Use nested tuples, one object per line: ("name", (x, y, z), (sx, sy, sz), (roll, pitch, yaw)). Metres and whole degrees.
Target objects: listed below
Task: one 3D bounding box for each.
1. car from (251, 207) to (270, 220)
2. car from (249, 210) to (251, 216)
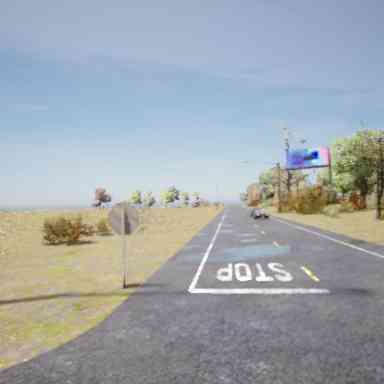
("car", (9.569, 3.092, 45.877), (1.895, 1.301, 4.718), (-2, -2, 7))
("car", (10.493, 3.285, 54.142), (1.837, 1.490, 4.892), (-2, -2, 7))
